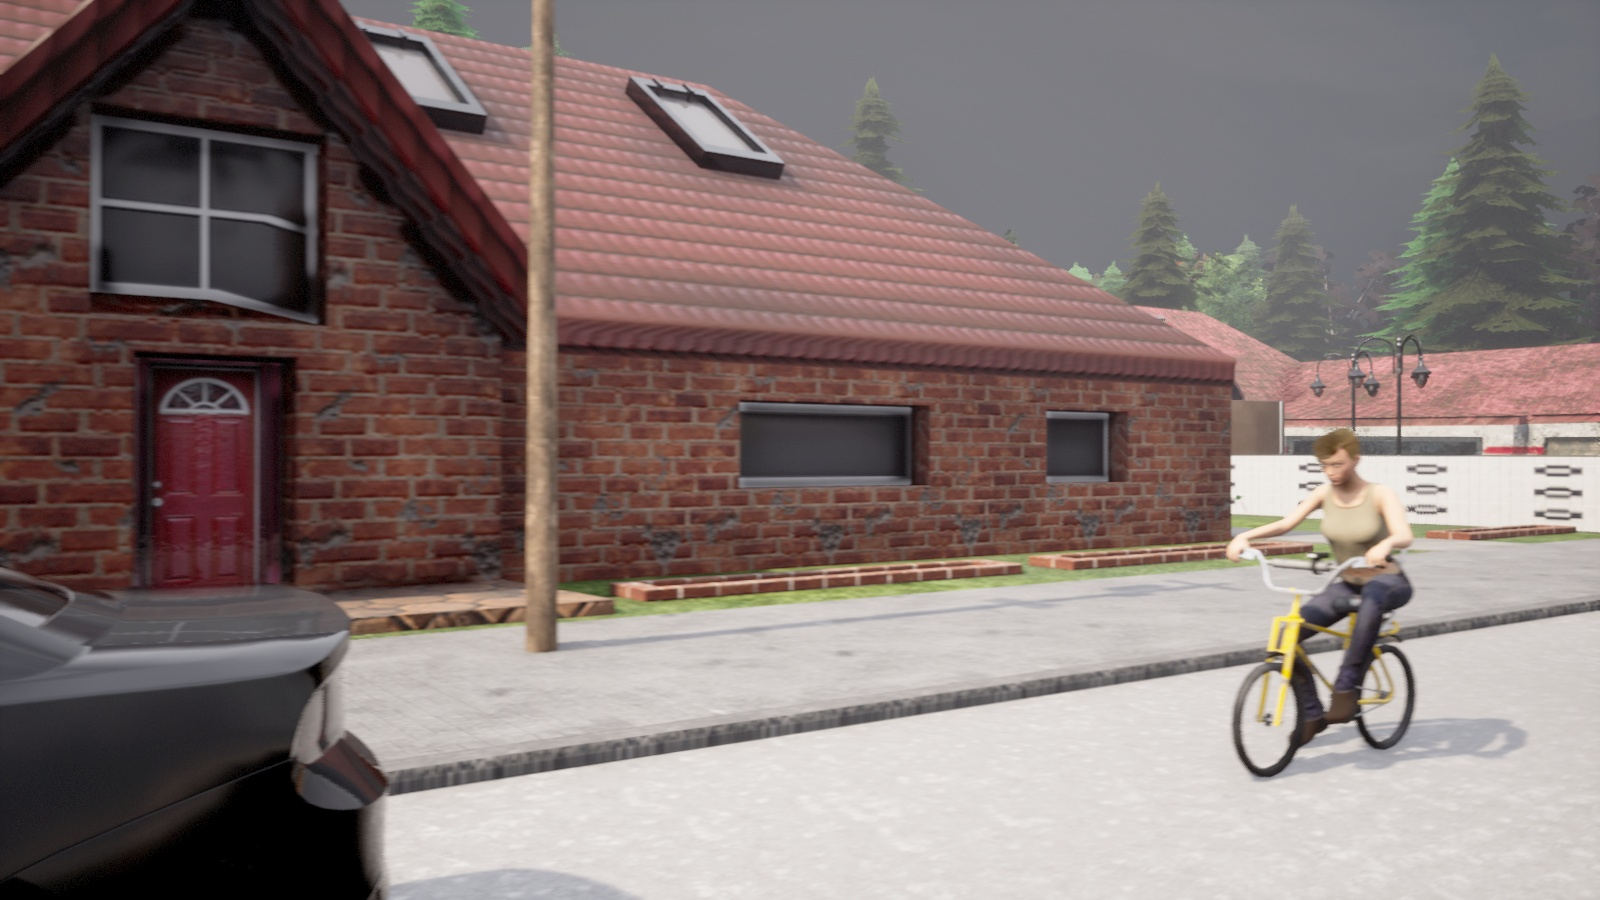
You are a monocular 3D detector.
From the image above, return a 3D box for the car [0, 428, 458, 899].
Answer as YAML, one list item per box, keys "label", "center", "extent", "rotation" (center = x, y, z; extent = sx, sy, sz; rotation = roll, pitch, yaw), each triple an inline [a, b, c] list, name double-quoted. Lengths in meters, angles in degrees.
- label: "car"
  center: [-3.303, 0.734, 1.953]
  extent: [5.008, 1.535, 1.882]
  rotation: [0, 0, -34]

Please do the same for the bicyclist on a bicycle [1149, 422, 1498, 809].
- label: "bicyclist on a bicycle"
  center: [2.522, 0.691, 6.023]
  extent: [1.509, 1.612, 0.866]
  rotation: [0, 0, -35]
